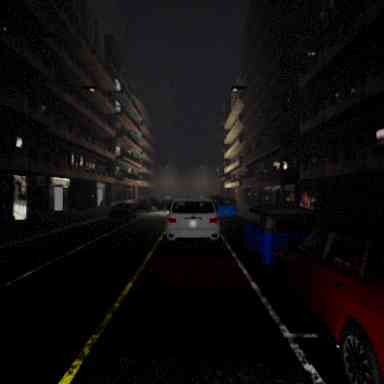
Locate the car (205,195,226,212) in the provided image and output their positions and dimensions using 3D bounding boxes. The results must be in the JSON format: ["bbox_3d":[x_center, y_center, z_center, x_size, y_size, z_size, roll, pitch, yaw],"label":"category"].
[{"bbox_3d":[2.680,1.318,38.992,2.192,1.841,5.009,0,0,0],"label":"car"}]

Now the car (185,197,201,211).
[{"bbox_3d":[0.086,1.481,42.475,1.882,1.535,5.008,0,0,0],"label":"car"}]

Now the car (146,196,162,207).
[{"bbox_3d":[-5.704,1.446,50.352,1.967,1.590,4.097,0,0,0],"label":"car"}]

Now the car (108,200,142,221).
[{"bbox_3d":[-5.697,1.546,27.623,1.887,1.381,4.507,0,0,0],"label":"car"}]

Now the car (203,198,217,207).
[{"bbox_3d":[2.676,1.572,50.357,1.947,1.339,4.313,0,0,0],"label":"car"}]

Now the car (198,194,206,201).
[{"bbox_3d":[2.664,1.468,90.133,1.967,1.590,4.097,0,0,0],"label":"car"}]

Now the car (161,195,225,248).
[{"bbox_3d":[0.024,1.221,14.925,2.150,2.045,5.566,0,0,0],"label":"car"}]

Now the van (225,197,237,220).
[{"bbox_3d":[2.684,1.342,27.627,1.690,1.788,3.998,0,0,0],"label":"van"}]

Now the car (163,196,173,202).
[{"bbox_3d":[-5.713,1.571,78.765,2.008,1.369,4.403,0,0,0],"label":"car"}]

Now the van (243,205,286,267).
[{"bbox_3d":[2.689,1.341,10.580,1.690,1.788,3.998,0,0,0],"label":"van"}]

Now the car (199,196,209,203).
[{"bbox_3d":[2.669,1.567,73.087,2.008,1.369,4.403,0,0,0],"label":"car"}]

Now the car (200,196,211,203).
[{"bbox_3d":[2.671,1.564,67.404,2.008,1.369,4.403,0,0,0],"label":"car"}]

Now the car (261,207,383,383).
[{"bbox_3d":[2.691,1.315,4.898,2.192,1.841,5.009,0,0,0],"label":"car"}]

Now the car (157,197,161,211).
[{"bbox_3d":[-3.013,1.568,40.209,1.994,1.385,4.181,0,0,0],"label":"car"}]

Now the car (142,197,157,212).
[{"bbox_3d":[-5.701,1.553,38.988,2.008,1.369,4.403,0,0,0],"label":"car"}]
